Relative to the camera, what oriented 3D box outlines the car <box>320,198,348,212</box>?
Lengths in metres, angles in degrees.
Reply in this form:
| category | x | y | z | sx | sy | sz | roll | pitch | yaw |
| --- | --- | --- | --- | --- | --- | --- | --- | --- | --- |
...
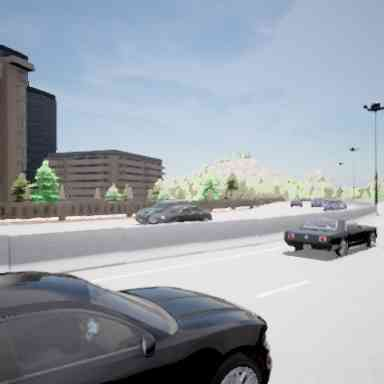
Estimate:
| category | x | y | z | sx | sy | sz | roll | pitch | yaw |
| --- | --- | --- | --- | --- | --- | --- | --- | --- | --- |
| car | 16.489 | 1.587 | 38.083 | 2.097 | 1.767 | 4.553 | 0 | -1 | 31 |

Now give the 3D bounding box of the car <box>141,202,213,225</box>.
| category | x | y | z | sx | sy | sz | roll | pitch | yaw |
| --- | --- | --- | --- | --- | --- | --- | --- | --- | --- |
| car | -0.695 | 1.628 | 22.042 | 4.892 | 1.490 | 1.837 | 0 | 0 | -45 |

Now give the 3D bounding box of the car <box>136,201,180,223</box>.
| category | x | y | z | sx | sy | sz | roll | pitch | yaw |
| --- | --- | --- | --- | --- | --- | --- | --- | --- | --- |
| car | -2.109 | 1.499 | 25.559 | 2.097 | 1.767 | 4.553 | 0 | -1 | 44 |

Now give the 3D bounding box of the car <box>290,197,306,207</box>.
| category | x | y | z | sx | sy | sz | roll | pitch | yaw |
| --- | --- | --- | --- | --- | --- | --- | --- | --- | --- |
| car | 18.381 | 1.977 | 58.225 | 1.994 | 1.385 | 4.181 | 0 | -1 | 21 |

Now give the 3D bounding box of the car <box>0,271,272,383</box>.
| category | x | y | z | sx | sy | sz | roll | pitch | yaw |
| --- | --- | --- | --- | --- | --- | --- | --- | --- | --- |
| car | -1.428 | 1.492 | 2.913 | 5.008 | 1.535 | 1.882 | 0 | 0 | -36 |

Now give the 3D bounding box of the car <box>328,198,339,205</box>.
| category | x | y | z | sx | sy | sz | roll | pitch | yaw |
| --- | --- | --- | --- | --- | --- | --- | --- | --- | --- |
| car | 31.629 | 2.049 | 74.296 | 1.994 | 1.385 | 4.181 | 0 | -1 | 20 |

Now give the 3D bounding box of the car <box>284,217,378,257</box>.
| category | x | y | z | sx | sy | sz | roll | pitch | yaw |
| --- | --- | --- | --- | --- | --- | --- | --- | --- | --- |
| car | 5.740 | 1.670 | 13.374 | 4.718 | 1.301 | 1.895 | 0 | 0 | -43 |

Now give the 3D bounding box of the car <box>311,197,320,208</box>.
| category | x | y | z | sx | sy | sz | roll | pitch | yaw |
| --- | --- | --- | --- | --- | --- | --- | --- | --- | --- |
| car | 20.999 | 1.728 | 55.325 | 2.097 | 1.767 | 4.553 | 0 | -1 | 22 |
